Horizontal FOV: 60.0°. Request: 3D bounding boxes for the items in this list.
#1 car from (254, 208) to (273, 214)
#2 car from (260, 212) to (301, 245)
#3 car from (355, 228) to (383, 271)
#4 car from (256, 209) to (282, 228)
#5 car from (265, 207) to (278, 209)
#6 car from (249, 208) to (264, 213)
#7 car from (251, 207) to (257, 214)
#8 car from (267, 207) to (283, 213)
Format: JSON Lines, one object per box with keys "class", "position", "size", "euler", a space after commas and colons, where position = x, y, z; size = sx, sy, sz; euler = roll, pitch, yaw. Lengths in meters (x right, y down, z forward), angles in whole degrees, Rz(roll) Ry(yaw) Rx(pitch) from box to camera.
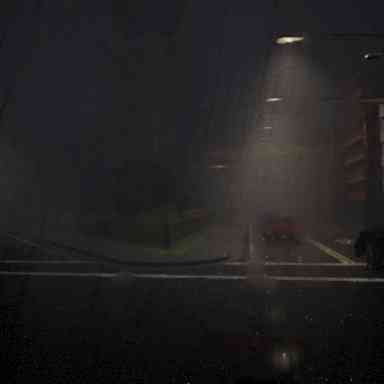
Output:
{"class": "car", "position": [9.181, 3.161, 42.323], "size": [1.812, 1.442, 4.674], "euler": [-2, -2, 10]}
{"class": "car", "position": [5.336, 2.235, 20.152], "size": [1.882, 1.535, 5.008], "euler": [-2, -3, 10]}
{"class": "car", "position": [7.237, 1.469, 9.467], "size": [2.150, 2.045, 5.566], "euler": [-3, -2, -13]}
{"class": "car", "position": [7.159, 2.654, 30.737], "size": [1.882, 1.535, 5.008], "euler": [-2, -3, 10]}
{"class": "car", "position": [19.327, 4.360, 77.320], "size": [2.038, 1.542, 4.974], "euler": [-1, -3, -11]}
{"class": "car", "position": [15.305, 4.361, 78.371], "size": [1.853, 1.218, 4.536], "euler": [-3, -3, 34]}
{"class": "car", "position": [15.280, 4.517, 78.321], "size": [2.038, 1.542, 4.974], "euler": [-3, -3, 34]}
{"class": "car", "position": [19.313, 4.206, 77.378], "size": [1.853, 1.218, 4.536], "euler": [-1, -3, -11]}
